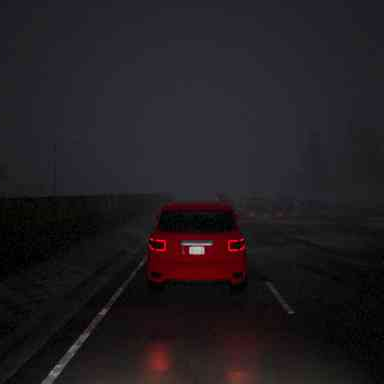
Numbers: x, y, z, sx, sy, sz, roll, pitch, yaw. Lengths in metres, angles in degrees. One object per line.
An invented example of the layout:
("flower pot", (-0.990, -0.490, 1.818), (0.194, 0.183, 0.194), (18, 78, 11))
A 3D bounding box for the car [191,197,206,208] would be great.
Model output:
("car", (0.946, 1.491, 50.090), (2.128, 1.511, 4.902), (0, 0, 1))

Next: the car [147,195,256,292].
("car", (0.147, 1.221, 9.095), (2.150, 2.045, 5.566), (0, 0, 1))

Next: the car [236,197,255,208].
("car", (7.944, 1.491, 49.954), (2.128, 1.511, 4.902), (0, 0, 1))

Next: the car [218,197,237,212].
("car", (4.258, 1.477, 40.437), (1.882, 1.535, 5.008), (0, 0, 1))

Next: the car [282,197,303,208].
("car", (14.943, 1.504, 49.817), (1.837, 1.490, 4.892), (0, 0, 1))

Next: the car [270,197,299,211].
("car", (11.280, 1.351, 41.487), (2.097, 1.767, 4.553), (0, 0, 1))

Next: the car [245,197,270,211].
("car", (7.765, 1.351, 40.755), (2.097, 1.767, 4.553), (0, 0, 1))

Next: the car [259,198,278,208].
("car", (11.444, 1.563, 49.886), (1.994, 1.385, 4.181), (0, 0, 1))

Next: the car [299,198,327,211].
("car", (14.764, 1.477, 40.649), (1.882, 1.535, 5.008), (0, 0, 1))

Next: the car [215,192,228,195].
("car", (4.446, 1.221, 50.052), (2.150, 2.045, 5.566), (0, 0, 1))
